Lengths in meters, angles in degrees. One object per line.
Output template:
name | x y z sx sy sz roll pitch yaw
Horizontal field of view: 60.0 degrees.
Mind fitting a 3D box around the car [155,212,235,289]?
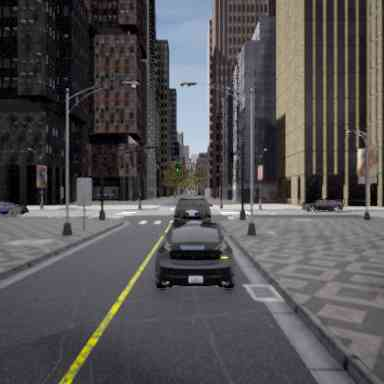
car | 0.075 1.555 9.291 1.837 1.490 4.892 0 0 0

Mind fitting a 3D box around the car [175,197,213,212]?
car | 0.106 1.327 20.835 2.150 2.045 5.566 0 0 2

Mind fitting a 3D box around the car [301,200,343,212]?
car | 15.981 1.721 40.940 4.892 1.490 1.837 0 0 0

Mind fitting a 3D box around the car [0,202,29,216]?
car | -19.153 1.727 34.285 4.181 1.385 1.994 0 0 0
